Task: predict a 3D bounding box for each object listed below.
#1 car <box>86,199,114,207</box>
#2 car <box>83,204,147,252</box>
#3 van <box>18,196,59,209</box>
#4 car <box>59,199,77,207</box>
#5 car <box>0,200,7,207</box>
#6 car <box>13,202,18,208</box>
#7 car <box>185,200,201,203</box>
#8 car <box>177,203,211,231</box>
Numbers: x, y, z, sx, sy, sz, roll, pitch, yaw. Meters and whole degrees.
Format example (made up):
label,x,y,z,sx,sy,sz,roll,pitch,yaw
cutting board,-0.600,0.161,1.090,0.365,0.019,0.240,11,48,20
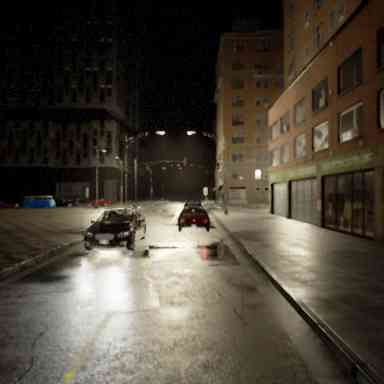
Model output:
label,x,y,z,sx,sy,sz,roll,pitch,yaw
car,-14.448,1.689,52.238,4.206,1.307,1.802,0,0,0
car,-3.069,1.491,14.110,2.128,1.511,4.902,0,0,0
van,-20.101,1.415,43.721,3.998,1.788,1.690,0,0,0
car,-20.096,1.713,52.246,4.313,1.339,1.947,0,0,0
car,-31.394,1.807,52.262,4.206,1.307,1.802,0,0,0
car,-25.745,1.737,52.254,4.403,1.369,2.008,0,0,0
car,0.111,1.468,31.311,1.882,1.535,5.008,0,0,0
car,0.107,1.599,20.354,1.895,1.301,4.718,0,0,0
